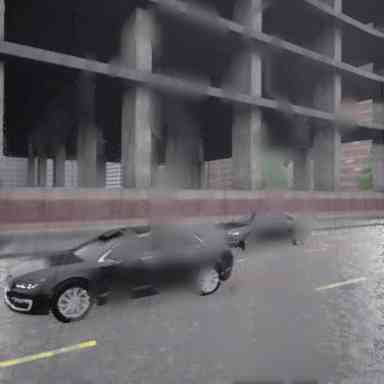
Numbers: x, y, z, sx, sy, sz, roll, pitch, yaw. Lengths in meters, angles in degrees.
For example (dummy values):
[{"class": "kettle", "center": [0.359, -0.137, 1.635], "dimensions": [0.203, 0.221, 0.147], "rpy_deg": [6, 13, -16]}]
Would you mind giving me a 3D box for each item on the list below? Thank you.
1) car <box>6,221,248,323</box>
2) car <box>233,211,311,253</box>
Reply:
[{"class": "car", "center": [-1.287, 1.526, 7.293], "dimensions": [4.892, 1.490, 1.837], "rpy_deg": [1, 0, -33]}, {"class": "car", "center": [2.998, 1.575, 14.261], "dimensions": [4.902, 1.511, 2.128], "rpy_deg": [1, 0, -33]}]
